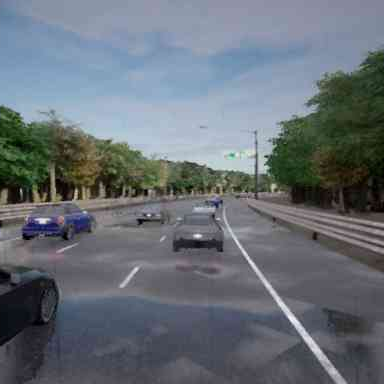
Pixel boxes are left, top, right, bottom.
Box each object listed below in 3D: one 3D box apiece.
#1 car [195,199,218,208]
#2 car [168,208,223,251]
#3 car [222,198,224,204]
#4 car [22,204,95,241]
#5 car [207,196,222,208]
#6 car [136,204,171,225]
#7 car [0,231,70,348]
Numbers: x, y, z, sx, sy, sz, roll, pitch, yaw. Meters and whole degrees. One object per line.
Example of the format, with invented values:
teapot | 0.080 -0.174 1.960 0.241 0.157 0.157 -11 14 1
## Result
car | 1.240 1.630 30.911 1.895 1.301 4.718 0 0 5
car | 0.289 1.582 14.175 1.994 1.385 4.181 0 0 2
car | 4.643 1.538 60.158 1.837 1.490 4.892 0 0 9
car | -6.503 1.357 16.798 2.097 1.767 4.553 0 0 2
car | 2.787 1.511 46.427 1.882 1.535 5.008 0 0 7
car | -2.646 1.567 24.127 2.033 1.411 5.357 0 0 4
car | -3.349 1.524 4.112 1.812 1.442 4.674 0 0 1
